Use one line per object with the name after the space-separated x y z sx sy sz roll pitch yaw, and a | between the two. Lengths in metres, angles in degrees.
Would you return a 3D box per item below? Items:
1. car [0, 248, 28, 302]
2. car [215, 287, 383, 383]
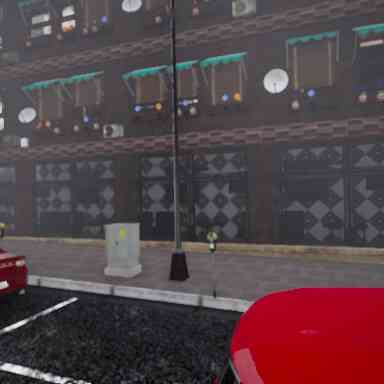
-5.433 1.502 6.624 4.507 1.381 1.887 0 -1 20 | car
2.822 1.219 1.755 5.566 2.045 2.150 0 0 20 | car
